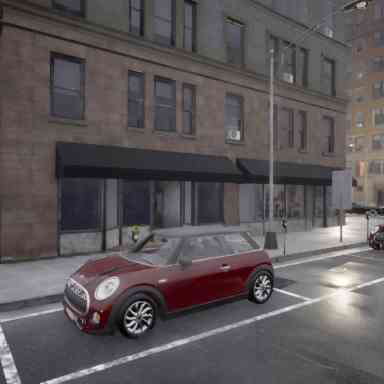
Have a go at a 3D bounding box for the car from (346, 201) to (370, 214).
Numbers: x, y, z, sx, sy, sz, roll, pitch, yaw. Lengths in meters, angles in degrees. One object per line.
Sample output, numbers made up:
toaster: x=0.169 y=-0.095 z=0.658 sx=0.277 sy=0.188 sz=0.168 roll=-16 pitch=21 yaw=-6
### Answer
car: x=15.589 y=1.531 z=30.734 sx=1.895 sy=1.301 sz=4.718 roll=1 pitch=0 yaw=-36

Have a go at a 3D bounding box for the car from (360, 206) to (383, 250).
car: x=8.632 y=1.445 z=12.872 sx=4.097 sy=1.590 sz=1.967 roll=0 pitch=0 yaw=-35

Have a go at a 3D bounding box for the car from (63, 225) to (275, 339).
car: x=-0.327 y=1.441 z=6.513 sx=4.097 sy=1.590 sz=1.967 roll=0 pitch=0 yaw=-35
